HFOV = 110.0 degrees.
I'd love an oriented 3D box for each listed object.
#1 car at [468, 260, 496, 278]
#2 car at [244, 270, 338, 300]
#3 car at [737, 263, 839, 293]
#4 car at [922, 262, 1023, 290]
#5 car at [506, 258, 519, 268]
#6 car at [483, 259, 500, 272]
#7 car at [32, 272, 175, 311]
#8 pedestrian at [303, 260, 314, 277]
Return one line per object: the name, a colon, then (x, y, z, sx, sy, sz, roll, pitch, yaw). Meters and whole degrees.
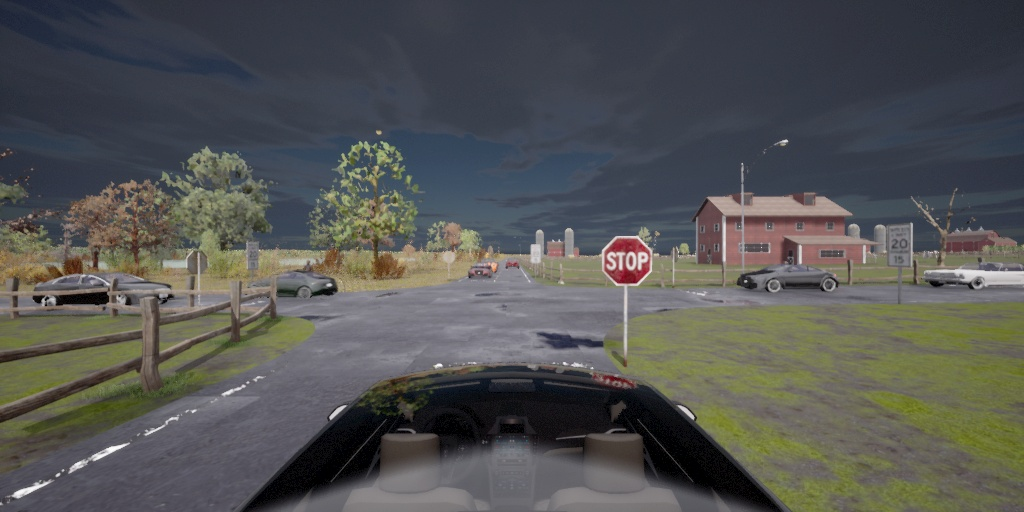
car: (-2.843, 1.306, 33.062, 1.994, 1.385, 4.181, 0, 0, 0)
car: (-11.102, 1.434, 18.110, 4.181, 1.385, 1.994, -1, 0, 8)
car: (13.855, 1.079, 18.163, 4.181, 1.385, 1.994, -1, 0, 1)
car: (23.924, 0.969, 18.089, 4.718, 1.301, 1.895, -1, 0, 0)
car: (0.092, 1.091, 59.009, 2.097, 1.767, 4.553, 0, 0, 0)
car: (-2.842, 1.091, 42.817, 2.097, 1.767, 4.553, 0, 0, 0)
car: (-17.463, 1.473, 15.477, 4.902, 1.511, 2.128, -1, 0, 1)
pedestrian: (-12.160, 1.159, 21.389, 0.375, 1.860, 0.375, 0, 1, 0)
